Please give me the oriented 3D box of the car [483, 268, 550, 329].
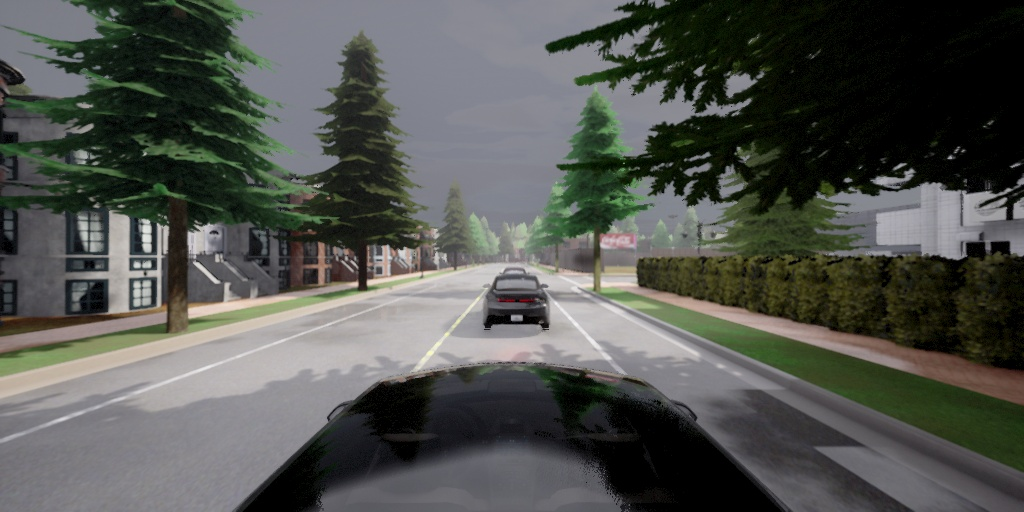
[{"bbox_3d":[0.129,1.320,11.481,1.837,1.490,4.892,0,0,0],"label":"car"}]
